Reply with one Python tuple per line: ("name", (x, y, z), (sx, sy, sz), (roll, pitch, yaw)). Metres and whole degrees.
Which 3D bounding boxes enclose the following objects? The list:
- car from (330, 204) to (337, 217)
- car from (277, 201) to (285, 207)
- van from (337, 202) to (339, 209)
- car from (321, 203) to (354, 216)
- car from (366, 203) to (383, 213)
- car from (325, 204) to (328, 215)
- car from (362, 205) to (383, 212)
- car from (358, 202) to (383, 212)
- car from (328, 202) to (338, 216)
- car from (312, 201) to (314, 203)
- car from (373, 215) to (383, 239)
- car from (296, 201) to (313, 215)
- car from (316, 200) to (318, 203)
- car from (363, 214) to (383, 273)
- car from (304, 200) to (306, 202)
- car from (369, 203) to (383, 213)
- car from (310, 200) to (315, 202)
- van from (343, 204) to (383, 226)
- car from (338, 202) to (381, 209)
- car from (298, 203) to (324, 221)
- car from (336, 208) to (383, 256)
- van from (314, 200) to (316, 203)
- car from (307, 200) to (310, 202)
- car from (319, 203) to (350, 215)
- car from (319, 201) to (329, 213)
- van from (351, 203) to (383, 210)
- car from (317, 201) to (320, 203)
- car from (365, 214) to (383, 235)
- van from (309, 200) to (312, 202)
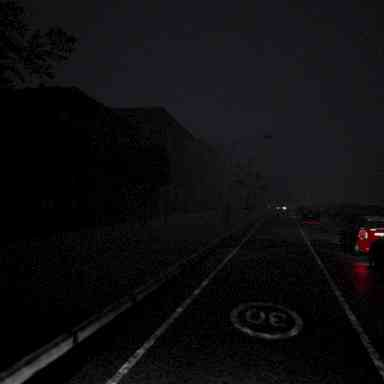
("car", (20.150, 2.747, 41.100), (4.892, 1.521, 2.231), (3, 0, 15))
("car", (22.008, 2.962, 81.835), (1.837, 1.490, 4.892), (3, -1, 15))
("van", (19.546, 2.485, 38.363), (4.442, 1.987, 1.878), (3, 0, 15))
("car", (23.798, 2.823, 54.633), (4.553, 1.767, 2.185), (3, 0, 15))
("car", (43.074, 3.660, 75.771), (5.566, 2.045, 2.435), (3, 0, 15))
("car", (21.618, 2.867, 46.509), (4.674, 1.452, 2.002), (3, 0, 15))
("car", (44.541, 4.000, 81.138), (5.008, 1.535, 2.097), (3, 0, 15))
("car", (45.260, 3.793, 83.834), (5.566, 2.045, 2.435), (3, 0, 15))
("car", (20.925, 2.663, 43.795), (4.553, 1.767, 2.185), (3, 0, 15))
("car", (26.751, 3.113, 65.448), (5.008, 1.535, 2.097), (3, 0, 15))
("car", (15.049, 2.466, 22.146), (4.792, 1.488, 2.163), (3, 0, 15))
("car", (16.438, 2.614, 49.048), (1.837, 1.490, 4.892), (3, 0, 15))
("car", (25.325, 2.908, 60.028), (4.553, 1.767, 2.185), (3, 0, 15))
("car", (6.700, 1.769, 9.561), (2.097, 1.767, 4.553), (3, -1, 15))
("car", (32.592, 3.479, 87.095), (4.792, 1.488, 2.163), (3, 0, 15))
("car", (42.378, 3.622, 73.202), (5.566, 2.045, 2.435), (3, 0, 15))
("car", (28.193, 3.223, 70.865), (4.792, 1.488, 2.163), (3, 0, 15))
("van", (18.812, 2.444, 35.657), (4.442, 1.987, 1.878), (3, 0, 15))
("car", (17.941, 2.371, 32.989), (5.566, 2.045, 2.435), (3, 0, 15))
("car", (13.354, 2.398, 37.613), (1.882, 1.535, 5.008), (3, 0, 16))
("car", (8.278, 1.893, 15.357), (2.097, 1.767, 4.553), (3, 0, 15))
("van", (25.921, 2.842, 62.772), (4.442, 1.987, 1.878), (3, 0, 15))
("car", (30.601, 3.323, 78.925), (5.366, 1.575, 1.946), (3, 0, 15))
("car", (24.532, 2.864, 57.339), (4.553, 1.767, 2.185), (3, 0, 15))
("car", (22.340, 2.616, 49.222), (5.566, 2.045, 2.435), (3, 0, 15))
("van", (17.346, 2.362, 30.248), (4.442, 1.987, 1.878), (3, 0, 15))
("car", (23.074, 2.657, 51.928), (5.566, 2.045, 2.435), (3, 0, 15))
("car", (15.751, 2.527, 24.864), (4.674, 1.452, 2.002), (3, 0, 15))
("van", (28.854, 3.005, 73.594), (4.442, 1.987, 1.878), (3, 0, 15))
